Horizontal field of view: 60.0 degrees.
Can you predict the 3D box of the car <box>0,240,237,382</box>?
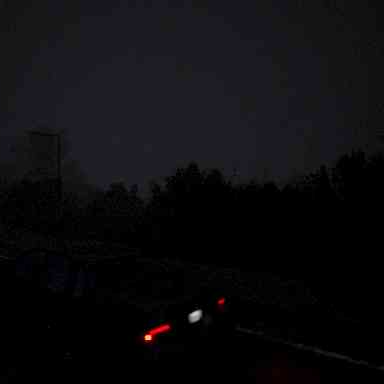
[{"bbox_3d":[-1.914,1.558,5.603,5.357,1.411,2.033,0,0,39],"label":"car"}]
